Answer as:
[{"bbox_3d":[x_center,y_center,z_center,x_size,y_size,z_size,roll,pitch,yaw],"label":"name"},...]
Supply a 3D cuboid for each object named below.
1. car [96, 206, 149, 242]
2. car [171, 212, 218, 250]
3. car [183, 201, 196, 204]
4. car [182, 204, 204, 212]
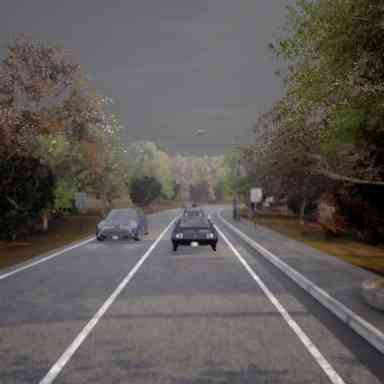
[{"bbox_3d":[-3.580,1.581,17.834,2.097,1.767,4.553,0,-1,0],"label":"car"},{"bbox_3d":[0.108,1.793,15.299,1.895,1.301,4.718,0,-1,0],"label":"car"},{"bbox_3d":[-0.513,2.330,59.705,2.128,1.511,4.902,1,-1,12],"label":"car"},{"bbox_3d":[0.169,2.030,31.139,1.895,1.301,4.718,0,-1,1],"label":"car"}]
